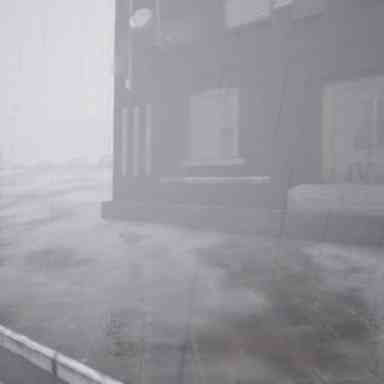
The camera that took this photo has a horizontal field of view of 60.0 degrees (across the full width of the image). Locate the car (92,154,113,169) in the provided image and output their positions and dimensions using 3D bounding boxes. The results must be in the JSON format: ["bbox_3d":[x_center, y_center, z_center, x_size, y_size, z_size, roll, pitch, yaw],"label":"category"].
[{"bbox_3d":[-8.272,-3.348,38.692,5.566,2.045,2.435,2,1,25],"label":"car"}]

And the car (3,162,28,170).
[{"bbox_3d":[-23.290,-3.425,45.923,4.674,1.452,2.002,1,1,28],"label":"car"}]

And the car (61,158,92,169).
[{"bbox_3d":[-13.374,-3.367,41.028,4.553,1.767,2.185,1,1,26],"label":"car"}]

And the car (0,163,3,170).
[{"bbox_3d":[-28.155,-3.537,48.527,4.792,1.488,2.163,1,1,29],"label":"car"}]

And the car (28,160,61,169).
[{"bbox_3d":[-18.456,-3.364,43.468,4.892,1.521,2.231,1,1,27],"label":"car"}]
